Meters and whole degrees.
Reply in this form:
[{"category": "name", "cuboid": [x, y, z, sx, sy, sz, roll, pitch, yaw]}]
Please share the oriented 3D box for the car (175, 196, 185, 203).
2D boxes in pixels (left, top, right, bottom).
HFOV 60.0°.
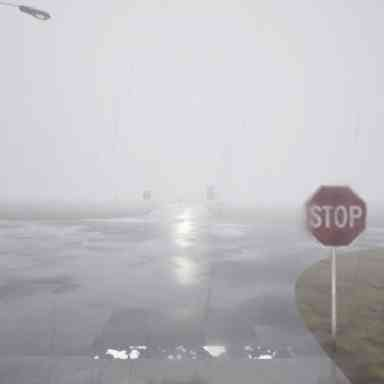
[{"category": "car", "cuboid": [-2.493, 1.567, 69.388, 1.837, 1.490, 4.892, 0, 0, 0]}]
